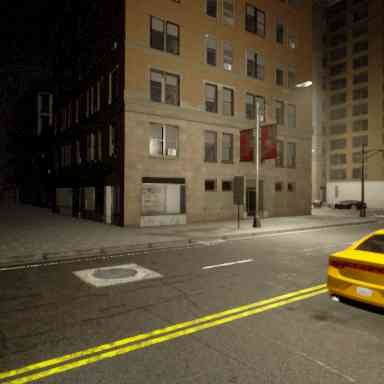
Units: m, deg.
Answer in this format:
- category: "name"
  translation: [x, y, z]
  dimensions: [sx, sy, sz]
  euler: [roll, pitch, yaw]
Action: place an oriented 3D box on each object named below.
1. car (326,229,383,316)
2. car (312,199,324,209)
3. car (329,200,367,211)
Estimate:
- category: "car"
  translation: [4.851, 1.478, 6.918]
  dimensions: [5.008, 1.535, 1.882]
  euler: [0, 0, -35]
- category: "car"
  translation: [15.578, 1.579, 44.937]
  dimensions: [2.008, 1.369, 4.403]
  euler: [0, 0, -35]
- category: "car"
  translation: [18.854, 1.594, 40.319]
  dimensions: [1.947, 1.339, 4.313]
  euler: [0, 0, -35]
